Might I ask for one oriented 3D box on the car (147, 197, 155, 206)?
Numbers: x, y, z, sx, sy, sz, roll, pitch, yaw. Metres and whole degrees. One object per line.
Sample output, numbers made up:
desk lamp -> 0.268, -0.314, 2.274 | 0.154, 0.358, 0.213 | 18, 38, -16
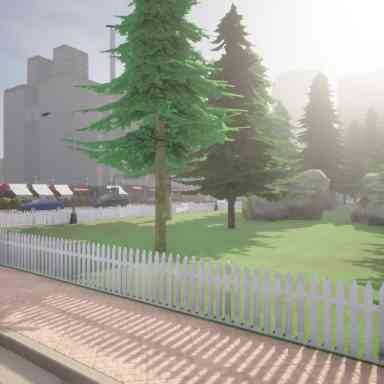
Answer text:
car -> -5.305, 1.352, 54.038 | 2.097, 1.767, 4.553 | 0, 0, 34

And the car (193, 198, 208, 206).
car -> 2.158, 1.601, 52.302 | 1.895, 1.301, 4.718 | 0, 0, 34

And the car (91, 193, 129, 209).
car -> -11.092, 1.221, 45.533 | 2.150, 2.045, 5.566 | 0, 0, 34

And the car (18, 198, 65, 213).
car -> -16.738, 1.478, 37.172 | 1.882, 1.535, 5.008 | 0, 0, 34
